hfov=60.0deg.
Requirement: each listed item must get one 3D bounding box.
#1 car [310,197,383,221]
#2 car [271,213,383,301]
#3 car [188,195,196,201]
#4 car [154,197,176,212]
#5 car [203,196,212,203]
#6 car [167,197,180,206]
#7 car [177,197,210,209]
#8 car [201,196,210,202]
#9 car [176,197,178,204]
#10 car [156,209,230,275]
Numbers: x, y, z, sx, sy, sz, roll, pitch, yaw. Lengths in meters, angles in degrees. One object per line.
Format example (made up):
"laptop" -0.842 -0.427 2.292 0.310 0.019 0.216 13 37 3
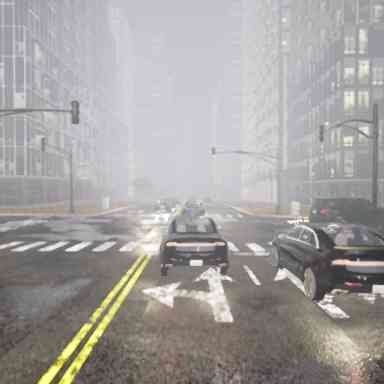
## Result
"car" 10.394 1.373 21.365 5.566 2.045 2.150 0 -1 -9
"car" 3.347 1.503 8.310 2.128 1.511 4.902 0 0 0
"car" -0.015 1.497 79.557 1.895 1.301 4.718 0 0 0
"car" -3.349 1.538 39.645 2.128 1.511 4.902 0 0 0
"car" 3.237 1.619 69.893 1.994 1.385 4.181 0 0 0
"car" -3.262 1.624 58.881 1.994 1.385 4.181 0 0 0
"car" 0.108 1.473 27.495 2.128 1.511 4.902 1 1 0
"car" 3.235 1.664 79.556 1.895 1.301 4.718 0 0 0
"car" -3.332 1.617 48.855 1.994 1.385 4.181 0 0 0
"car" -0.031 1.506 10.497 2.128 1.511 4.902 0 0 -3
